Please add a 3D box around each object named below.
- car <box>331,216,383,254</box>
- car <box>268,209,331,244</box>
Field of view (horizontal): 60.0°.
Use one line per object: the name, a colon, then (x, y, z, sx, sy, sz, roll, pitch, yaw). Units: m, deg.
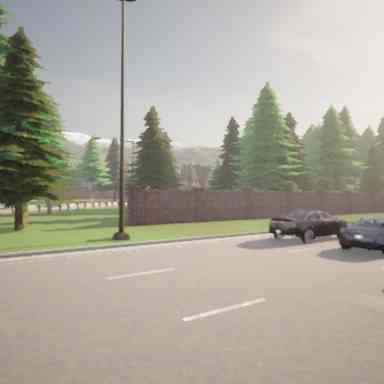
car: (8.014, 1.699, 13.880, 4.181, 1.385, 1.994, 1, 0, -35)
car: (5.956, 1.627, 16.710, 4.902, 1.511, 2.128, 1, 0, -35)
